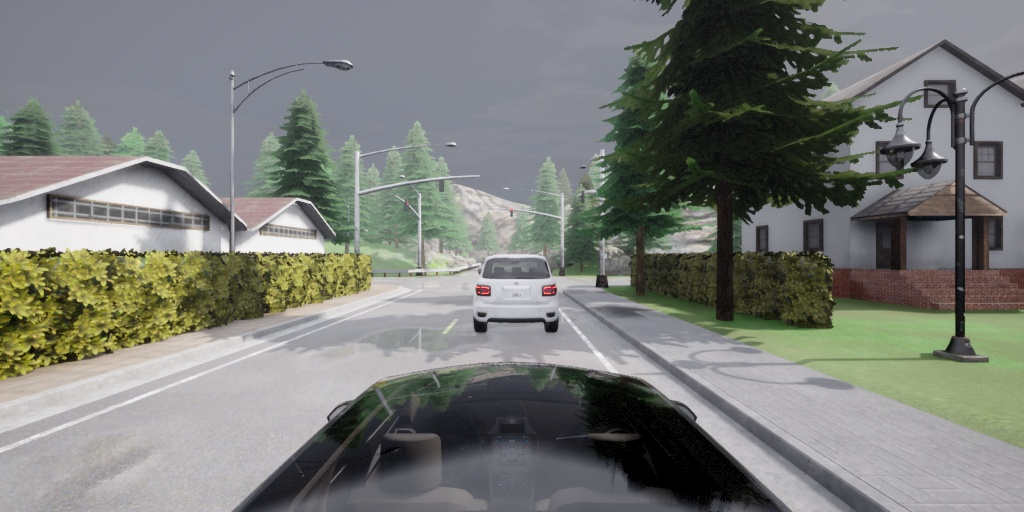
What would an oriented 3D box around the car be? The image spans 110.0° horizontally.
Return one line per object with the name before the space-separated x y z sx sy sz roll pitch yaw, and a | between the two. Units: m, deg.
car | 0.105 0.971 10.923 2.150 2.045 5.566 0 0 0
